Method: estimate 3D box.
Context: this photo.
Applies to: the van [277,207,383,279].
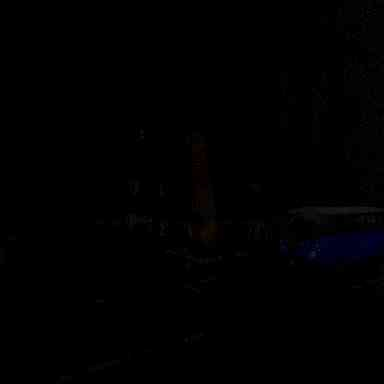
[{"bbox_3d":[4.275,1.345,9.816,3.998,1.788,1.690,0,0,-36],"label":"van"}]
